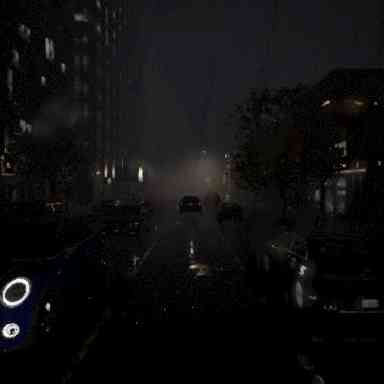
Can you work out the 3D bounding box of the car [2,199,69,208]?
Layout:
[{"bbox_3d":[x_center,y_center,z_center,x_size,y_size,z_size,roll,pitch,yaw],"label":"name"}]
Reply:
[{"bbox_3d":[-5.877,1.229,12.143,2.192,1.841,5.009,-1,0,0],"label":"car"}]

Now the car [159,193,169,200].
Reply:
[{"bbox_3d":[-6.160,0.973,73.583,1.752,1.417,4.829,-1,0,0],"label":"car"}]

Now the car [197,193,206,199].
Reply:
[{"bbox_3d":[2.185,0.962,79.328,1.947,1.339,4.313,-1,0,0],"label":"car"}]

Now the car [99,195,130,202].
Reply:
[{"bbox_3d":[-5.854,1.270,23.213,1.967,1.590,4.097,-1,0,0],"label":"car"}]

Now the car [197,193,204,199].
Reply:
[{"bbox_3d":[2.151,0.936,84.863,1.802,1.307,4.206,-1,0,0],"label":"car"}]

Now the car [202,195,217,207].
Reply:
[{"bbox_3d":[2.394,1.172,46.293,1.752,1.417,4.829,-1,0,0],"label":"car"}]

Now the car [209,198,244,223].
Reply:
[{"bbox_3d":[2.551,1.372,23.250,2.008,1.369,4.403,-1,0,0],"label":"car"}]

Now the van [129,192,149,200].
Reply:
[{"bbox_3d":[-5.919,1.082,35.009,1.690,1.788,3.998,-1,0,0],"label":"van"}]

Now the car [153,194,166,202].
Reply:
[{"bbox_3d":[-6.090,1.075,62.684,1.887,1.381,4.507,-1,0,0],"label":"car"}]

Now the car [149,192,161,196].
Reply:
[{"bbox_3d":[-5.989,0.972,46.078,2.192,1.841,5.009,-1,0,0],"label":"car"}]

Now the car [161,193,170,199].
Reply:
[{"bbox_3d":[-6.194,0.931,79.117,1.752,1.417,4.829,-1,0,0],"label":"car"}]

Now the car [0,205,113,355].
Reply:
[{"bbox_3d":[-3.132,1.307,6.273,2.097,1.767,4.553,0,0,0],"label":"car"}]

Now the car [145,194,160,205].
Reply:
[{"bbox_3d":[-6.019,1.141,51.445,1.752,1.417,4.829,-1,0,0],"label":"car"}]

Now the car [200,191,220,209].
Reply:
[{"bbox_3d":[2.426,1.005,40.587,2.192,1.841,5.009,-1,0,0],"label":"car"}]

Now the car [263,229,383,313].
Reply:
[{"bbox_3d":[2.769,1.492,7.384,2.008,1.369,4.403,-1,0,0],"label":"car"}]

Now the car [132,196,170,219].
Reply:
[{"bbox_3d":[-3.217,1.345,27.148,2.033,1.411,5.357,0,0,0],"label":"car"}]

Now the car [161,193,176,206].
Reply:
[{"bbox_3d":[-3.289,1.198,46.959,2.033,1.411,5.357,0,0,0],"label":"car"}]

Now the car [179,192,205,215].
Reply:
[{"bbox_3d":[-0.123,1.116,31.261,2.097,1.767,4.553,0,0,0],"label":"car"}]

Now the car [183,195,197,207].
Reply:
[{"bbox_3d":[-0.226,1.178,45.909,1.812,1.442,4.674,0,1,0],"label":"car"}]

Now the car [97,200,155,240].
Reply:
[{"bbox_3d":[-3.191,1.355,16.523,1.882,1.535,5.008,0,0,0],"label":"car"}]
